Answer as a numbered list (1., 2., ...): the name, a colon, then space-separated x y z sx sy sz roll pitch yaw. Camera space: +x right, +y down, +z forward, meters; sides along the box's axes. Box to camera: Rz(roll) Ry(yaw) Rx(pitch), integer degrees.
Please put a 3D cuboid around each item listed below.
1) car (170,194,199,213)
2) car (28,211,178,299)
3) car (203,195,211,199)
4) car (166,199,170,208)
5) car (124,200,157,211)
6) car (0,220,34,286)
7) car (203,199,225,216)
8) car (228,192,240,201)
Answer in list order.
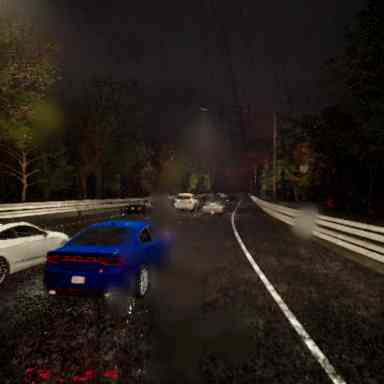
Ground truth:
1. car: -0.542 1.239 37.884 2.150 2.045 5.566 0 0 9
2. car: -1.714 1.479 8.601 1.882 1.535 5.008 0 0 9
3. car: 3.988 1.552 88.060 1.812 1.442 4.674 0 0 9
4. car: -2.417 1.549 48.272 2.033 1.411 5.357 0 0 9
5. car: -4.958 1.528 32.476 2.033 1.411 5.357 0 0 9
6. car: -5.166 1.501 9.146 1.812 1.442 4.674 1 0 9
7. car: 2.270 1.641 33.349 1.895 1.301 4.718 0 0 9
8. car: 10.936 1.563 87.176 1.882 1.535 5.008 0 0 9
